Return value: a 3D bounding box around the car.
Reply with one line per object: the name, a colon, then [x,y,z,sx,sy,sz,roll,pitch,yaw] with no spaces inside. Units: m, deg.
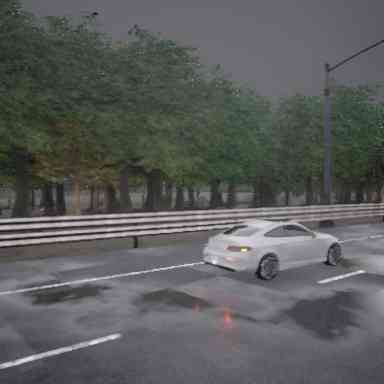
car: [2.460,1.520,9.761,4.674,1.442,1.812,0,0,-35]
